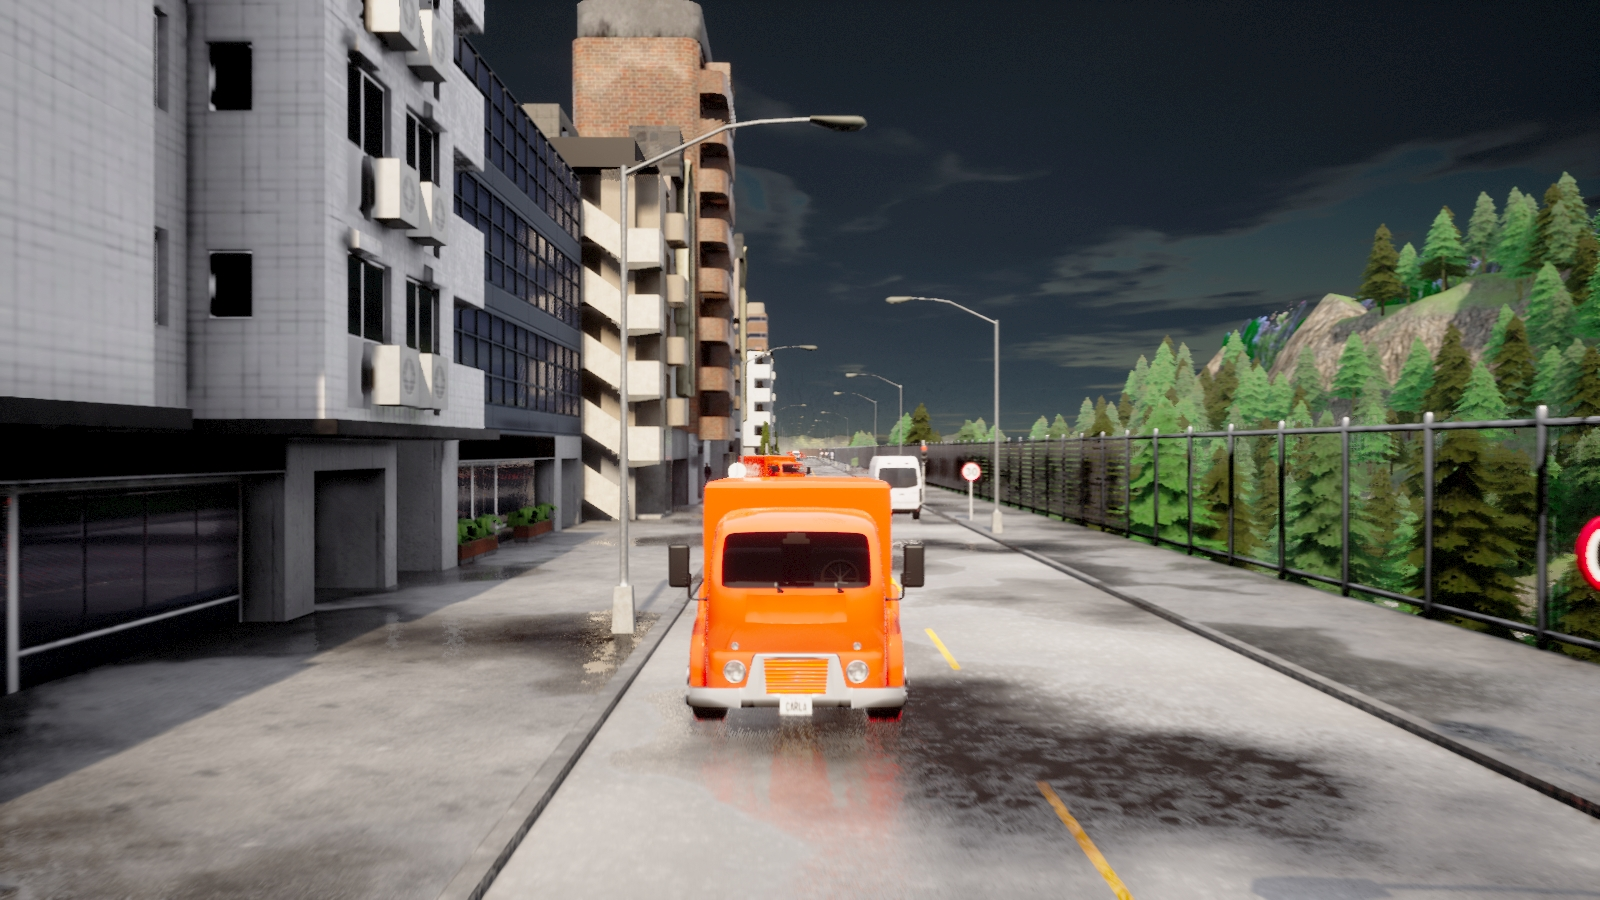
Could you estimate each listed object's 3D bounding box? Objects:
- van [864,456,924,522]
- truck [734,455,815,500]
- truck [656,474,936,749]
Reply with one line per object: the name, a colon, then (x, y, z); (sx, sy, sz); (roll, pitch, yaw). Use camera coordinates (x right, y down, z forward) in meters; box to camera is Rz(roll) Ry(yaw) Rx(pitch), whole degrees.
van: (3.854, 1.533, 47.858); (1.988, 2.561, 5.915); (0, 0, 0)
truck: (-1.559, 1.563, 66.878); (2.627, 2.467, 5.204); (1, 0, -29)
truck: (-0.027, 1.568, 13.329); (2.627, 2.467, 5.204); (0, 0, 0)
